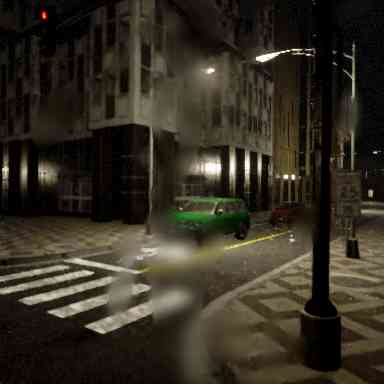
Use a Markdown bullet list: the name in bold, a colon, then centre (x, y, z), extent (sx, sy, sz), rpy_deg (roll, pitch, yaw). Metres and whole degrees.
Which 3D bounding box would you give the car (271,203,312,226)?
- **car**: centre (7.666, 1.647, 25.455), extent (1.882, 1.535, 5.008), rpy_deg (1, 0, 35)

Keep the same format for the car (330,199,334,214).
- **car**: centre (15.525, 1.601, 36.554), extent (2.097, 1.767, 4.553), rpy_deg (1, 0, 36)

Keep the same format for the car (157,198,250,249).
- **car**: centre (0.788, 1.316, 15.701), extent (2.150, 2.045, 5.566), rpy_deg (1, 0, 35)
